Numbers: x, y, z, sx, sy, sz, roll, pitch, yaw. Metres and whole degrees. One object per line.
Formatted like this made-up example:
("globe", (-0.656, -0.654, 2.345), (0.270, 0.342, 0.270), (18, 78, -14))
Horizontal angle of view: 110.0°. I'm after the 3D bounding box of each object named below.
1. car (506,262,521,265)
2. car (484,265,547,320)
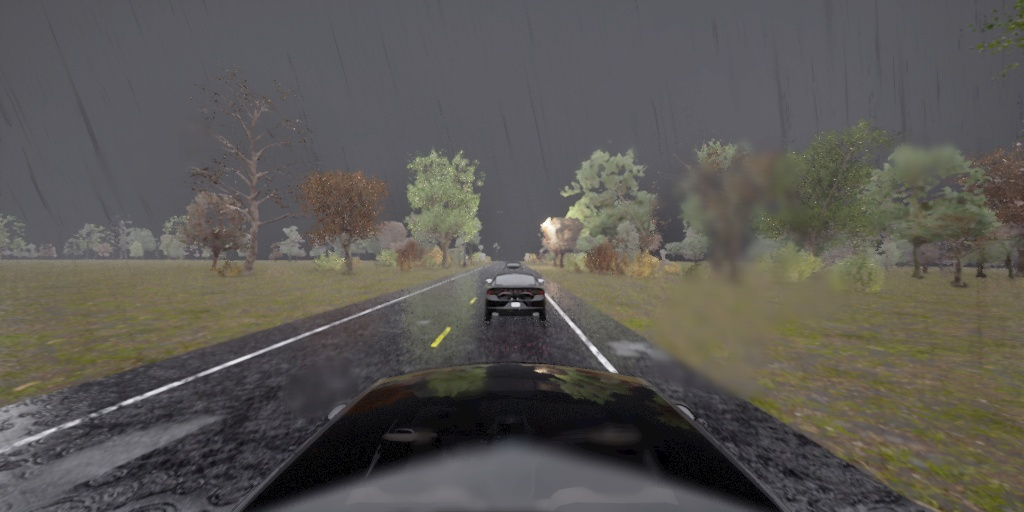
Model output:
("car", (0.119, 1.290, 32.726), (1.837, 1.490, 4.892), (0, 0, 0))
("car", (0.106, 1.237, 12.662), (1.882, 1.535, 5.008), (0, 0, 0))
